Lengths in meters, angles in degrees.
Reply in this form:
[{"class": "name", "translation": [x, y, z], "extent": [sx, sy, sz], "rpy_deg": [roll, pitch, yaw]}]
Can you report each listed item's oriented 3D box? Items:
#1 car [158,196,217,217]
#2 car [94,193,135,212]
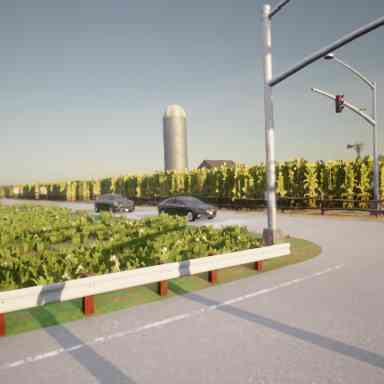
[{"class": "car", "translation": [-0.412, 1.077, 22.249], "extent": [1.837, 1.490, 4.892], "rpy_deg": [-4, 2, -40]}, {"class": "car", "translation": [-7.054, 0.964, 30.063], "extent": [2.097, 1.767, 4.553], "rpy_deg": [-4, 2, -40]}]
